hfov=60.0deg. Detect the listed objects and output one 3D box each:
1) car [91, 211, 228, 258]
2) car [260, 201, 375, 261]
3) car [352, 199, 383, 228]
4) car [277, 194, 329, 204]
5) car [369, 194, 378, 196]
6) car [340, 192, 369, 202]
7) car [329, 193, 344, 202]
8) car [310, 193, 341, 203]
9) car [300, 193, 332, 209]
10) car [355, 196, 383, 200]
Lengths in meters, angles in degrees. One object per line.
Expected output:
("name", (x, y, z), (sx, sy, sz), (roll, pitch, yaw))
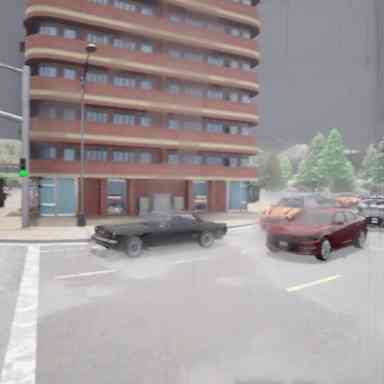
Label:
("car", (-1.050, 1.360, 11.828), (4.718, 1.301, 1.895), (0, 1, -37))
("car", (4.584, 1.300, 11.886), (5.008, 1.535, 1.882), (0, 2, -45))
("car", (10.452, 1.325, 18.700), (1.994, 1.385, 4.181), (1, 1, 34))
("car", (5.467, 1.071, 17.900), (2.097, 1.767, 4.553), (2, 1, 38))
("car", (20.729, 0.980, 39.401), (2.128, 1.511, 4.902), (1, 1, 2))
("car", (16.967, 0.854, 36.391), (2.097, 1.767, 4.553), (1, 1, 6))
("car", (10.750, 1.123, 26.438), (1.837, 1.490, 4.892), (1, 1, 22))
("car", (19.890, 0.884, 49.744), (1.895, 1.301, 4.718), (0, 1, -15))
("car", (13.493, 0.953, 36.421), (2.128, 1.511, 4.902), (1, 1, 6))
("car", (14.595, 1.262, 26.544), (1.895, 1.301, 4.718), (1, 1, 20))
